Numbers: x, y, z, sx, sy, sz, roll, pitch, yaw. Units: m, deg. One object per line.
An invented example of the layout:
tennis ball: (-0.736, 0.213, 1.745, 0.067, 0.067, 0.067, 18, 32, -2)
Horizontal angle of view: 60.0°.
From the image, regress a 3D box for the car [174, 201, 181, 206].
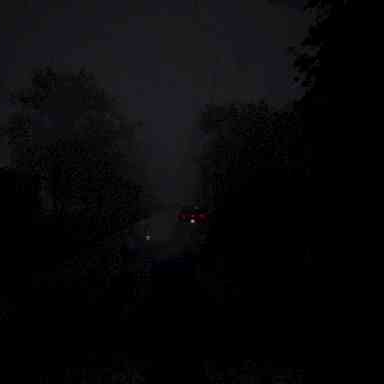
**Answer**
car: (-3.152, 2.532, 70.314, 2.033, 1.411, 5.357, 0, -2, -1)

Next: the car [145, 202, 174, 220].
car: (-2.930, 1.663, 29.123, 2.033, 1.411, 5.357, 0, -1, 0)

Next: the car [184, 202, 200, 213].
car: (-0.049, 1.889, 41.262, 1.895, 1.301, 4.718, 0, -1, 0)

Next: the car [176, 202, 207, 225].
car: (0.041, 1.669, 24.332, 1.895, 1.301, 4.718, 0, -1, 0)
